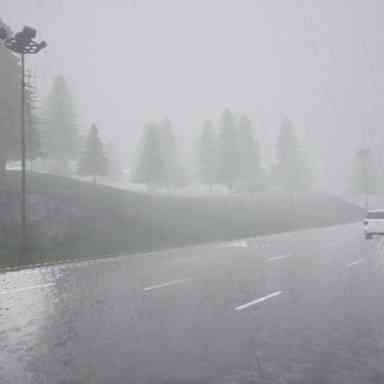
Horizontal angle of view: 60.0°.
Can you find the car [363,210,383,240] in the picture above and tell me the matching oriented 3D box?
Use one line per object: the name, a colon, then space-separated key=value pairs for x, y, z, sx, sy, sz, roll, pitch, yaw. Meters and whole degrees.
car: x=14.075 y=2.276 z=23.807 sx=2.150 sy=2.045 sz=5.566 roll=-6 pitch=-5 yaw=44
